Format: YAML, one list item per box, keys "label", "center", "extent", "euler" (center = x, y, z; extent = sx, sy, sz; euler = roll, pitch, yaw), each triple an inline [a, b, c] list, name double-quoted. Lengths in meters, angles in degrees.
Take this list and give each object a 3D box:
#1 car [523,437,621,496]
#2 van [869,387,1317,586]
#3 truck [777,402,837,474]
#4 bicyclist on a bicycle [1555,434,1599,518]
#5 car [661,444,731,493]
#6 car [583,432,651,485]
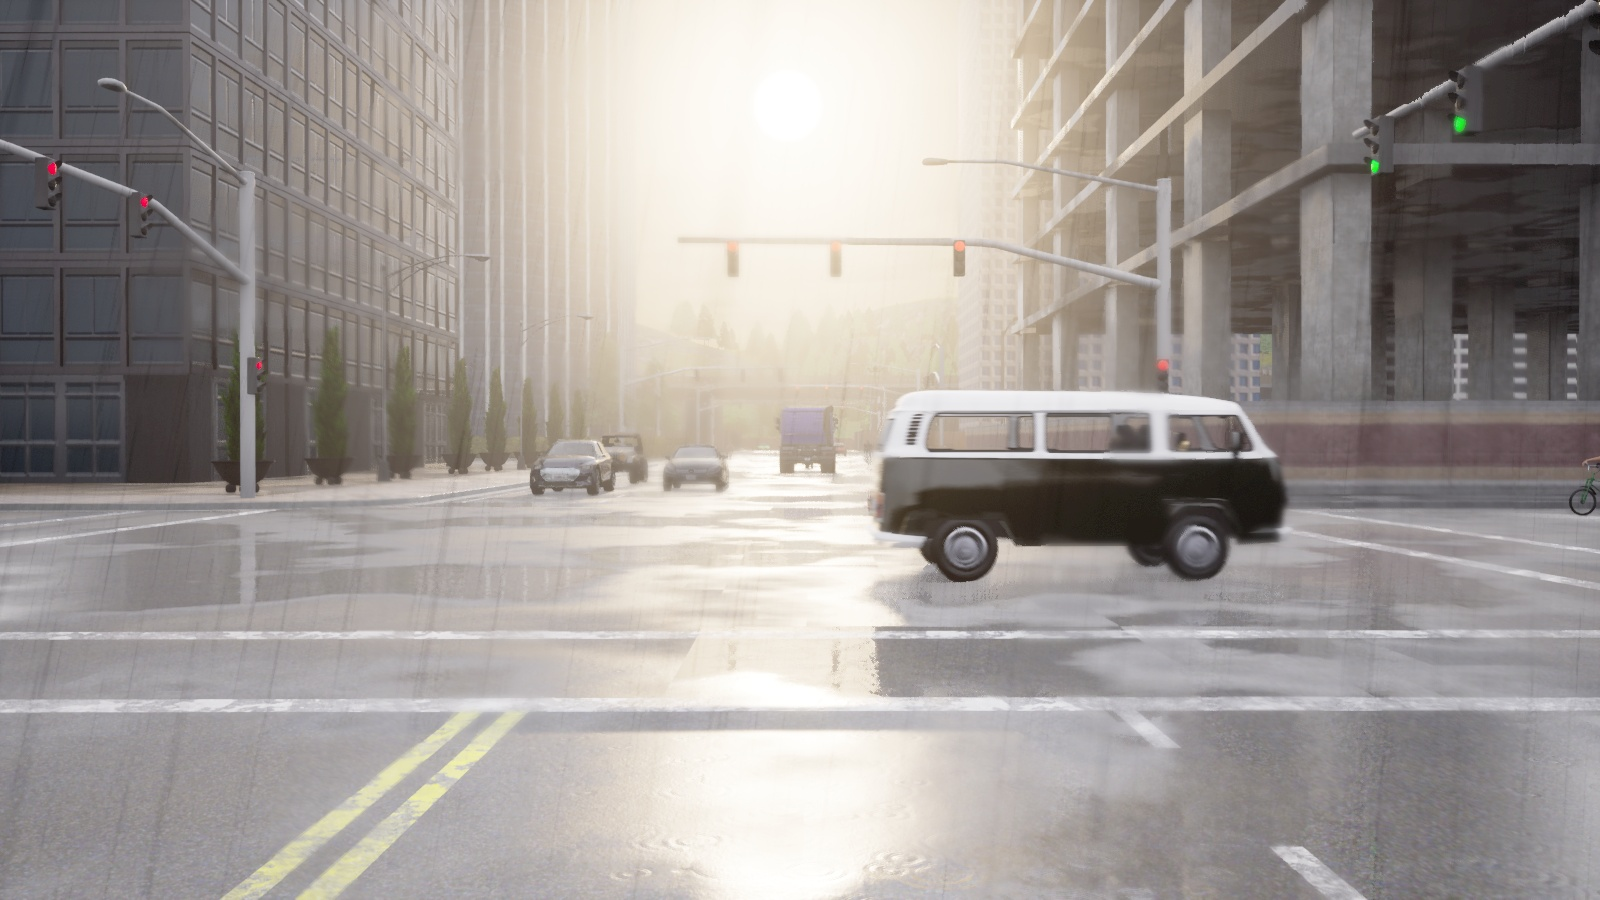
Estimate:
- label: "car"
  center: [-6.774, 0.457, 37.851]
  extent: [2.033, 1.649, 4.856]
  euler: [0, 0, 0]
- label: "van"
  center: [3.069, 0.364, 13.931]
  extent: [4.480, 2.038, 2.069]
  euler: [0, 0, -1]
- label: "truck"
  center: [0.376, -0.599, 64.556]
  extent: [2.891, 3.462, 7.936]
  euler: [0, 0, 0]
- label: "bicyclist on a bicycle"
  center: [15.731, 0.502, 24.463]
  extent: [1.509, 1.612, 0.866]
  euler: [0, 0, 0]
- label: "car"
  center: [-3.261, 0.543, 40.083]
  extent: [1.812, 1.442, 4.674]
  euler: [0, 0, 0]
- label: "car"
  center: [-6.726, 0.274, 46.513]
  extent: [1.905, 1.878, 3.866]
  euler: [0, 0, 0]
